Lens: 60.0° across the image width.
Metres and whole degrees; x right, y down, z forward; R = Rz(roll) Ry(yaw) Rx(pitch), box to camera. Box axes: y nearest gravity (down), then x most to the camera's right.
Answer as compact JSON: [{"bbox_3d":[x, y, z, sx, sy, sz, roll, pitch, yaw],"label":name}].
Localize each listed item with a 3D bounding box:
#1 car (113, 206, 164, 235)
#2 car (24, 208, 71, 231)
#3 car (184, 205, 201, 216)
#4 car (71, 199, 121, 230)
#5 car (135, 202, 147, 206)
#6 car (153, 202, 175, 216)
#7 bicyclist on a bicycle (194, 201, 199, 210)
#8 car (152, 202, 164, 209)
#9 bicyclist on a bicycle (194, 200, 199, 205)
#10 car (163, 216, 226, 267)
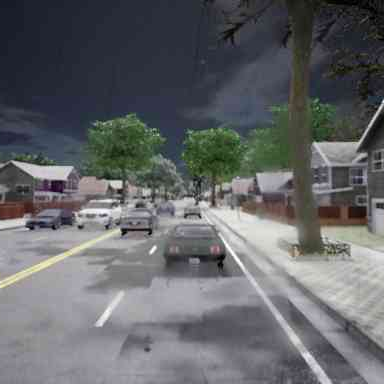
[{"bbox_3d":[-3.168,1.843,20.895,2.033,1.411,5.357,0,-1,0],"label":"car"},{"bbox_3d":[-9.872,1.887,23.825,2.033,1.411,5.357,0,-1,0],"label":"car"},{"bbox_3d":[0.065,2.101,37.024,2.033,1.411,5.357,0,-1,0],"label":"car"},{"bbox_3d":[-6.623,1.570,24.391,2.150,2.045,5.566,0,-1,0],"label":"car"},{"bbox_3d":[-9.821,2.558,64.217,2.033,1.411,5.357,0,-1,0],"label":"car"},{"bbox_3d":[-3.189,1.969,40.827,2.097,1.767,4.553,0,-1,0],"label":"car"},{"bbox_3d":[0.832,2.399,61.070,0.866,1.612,1.509,0,-1,0],"label":"bicyclist on a bicycle"},{"bbox_3d":[-6.570,2.624,65.018,1.895,1.301,4.718,0,-1,0],"label":"car"},{"bbox_3d":[0.844,2.177,52.071,0.659,1.776,1.843,0,-1,0],"label":"bicyclist on a bicycle"},{"bbox_3d":[0.084,1.766,12.024,1.895,1.301,4.718,0,-1,0],"label":"car"}]
